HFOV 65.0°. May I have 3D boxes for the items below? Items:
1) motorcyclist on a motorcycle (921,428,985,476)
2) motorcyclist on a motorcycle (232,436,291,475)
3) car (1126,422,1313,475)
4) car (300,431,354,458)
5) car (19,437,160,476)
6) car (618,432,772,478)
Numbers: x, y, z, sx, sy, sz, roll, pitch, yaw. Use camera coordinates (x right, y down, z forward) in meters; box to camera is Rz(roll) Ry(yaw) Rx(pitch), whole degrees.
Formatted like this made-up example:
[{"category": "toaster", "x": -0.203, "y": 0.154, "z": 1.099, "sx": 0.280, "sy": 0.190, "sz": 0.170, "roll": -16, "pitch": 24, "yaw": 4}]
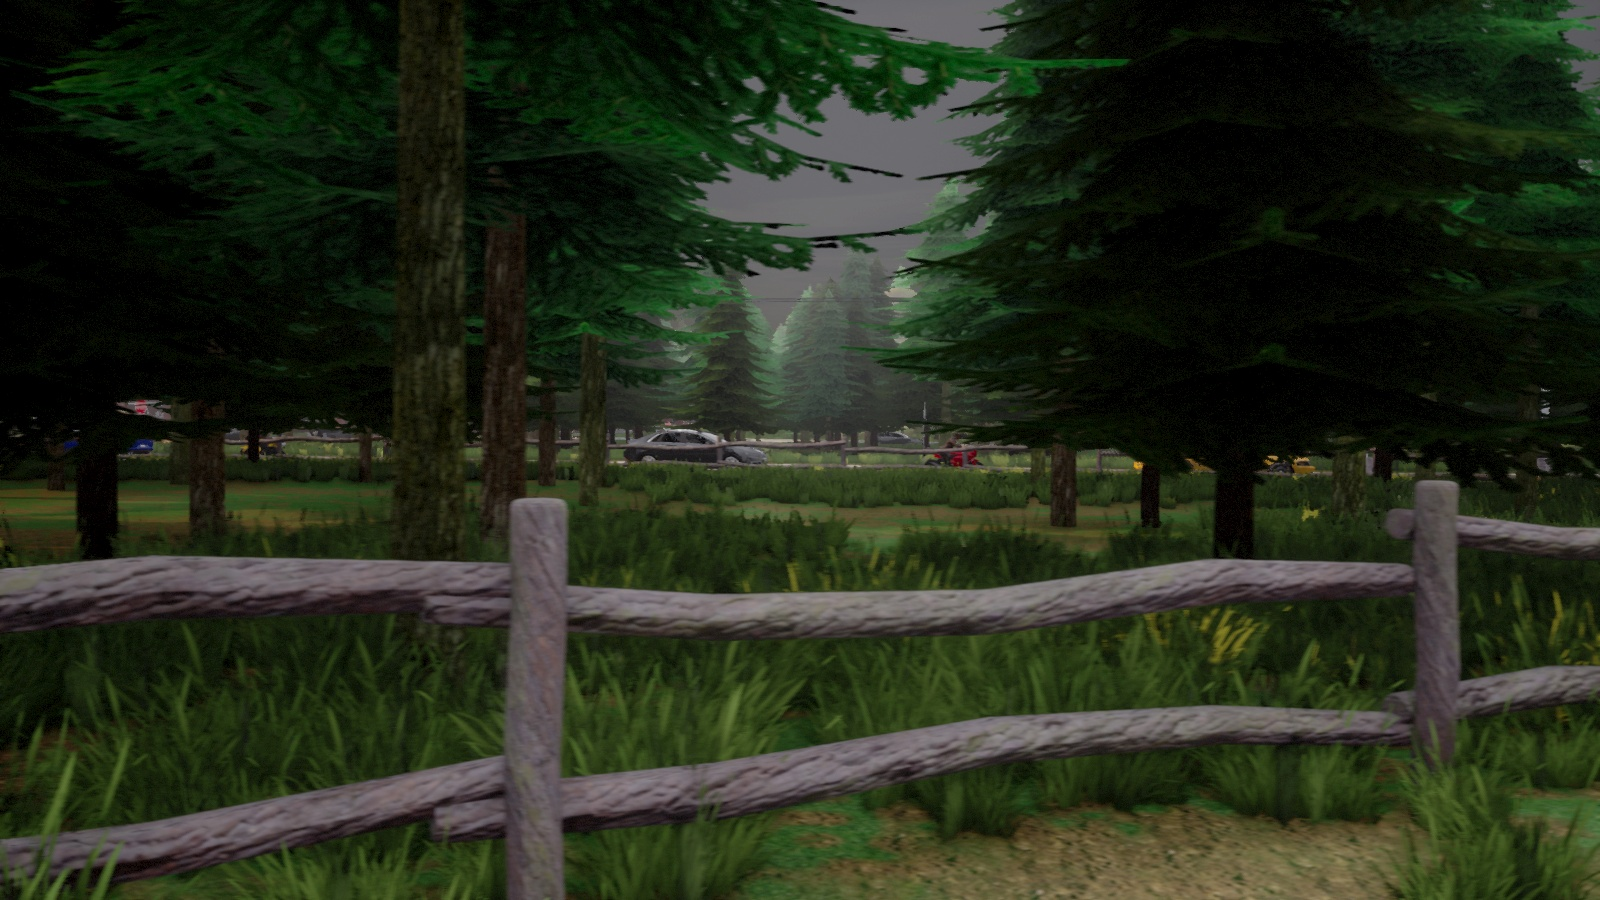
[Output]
[{"category": "motorcyclist on a motorcycle", "x": 5.016, "y": 0.059, "z": 41.103, "sx": 2.044, "sy": 1.523, "sz": 0.797, "roll": 0, "pitch": 1, "yaw": 11}, {"category": "motorcyclist on a motorcycle", "x": -21.260, "y": 0.213, "z": 49.559, "sx": 2.044, "sy": 1.523, "sz": 0.797, "roll": 0, "pitch": 1, "yaw": 11}, {"category": "car", "x": 13.131, "y": -0.050, "z": 39.603, "sx": 5.366, "sy": 1.575, "sz": 1.801, "roll": 0, "pitch": 1, "yaw": 10}, {"category": "car", "x": -33.819, "y": -0.429, "z": 89.946, "sx": 1.905, "sy": 1.878, "sz": 3.866, "roll": 0, "pitch": 1, "yaw": 10}, {"category": "car", "x": -28.936, "y": 0.266, "z": 51.189, "sx": 5.008, "sy": 1.535, "sz": 1.882, "roll": 0, "pitch": 1, "yaw": 12}, {"category": "car", "x": -3.537, "y": 0.152, "z": 42.692, "sx": 4.892, "sy": 1.490, "sz": 1.837, "roll": 0, "pitch": 1, "yaw": 11}]
